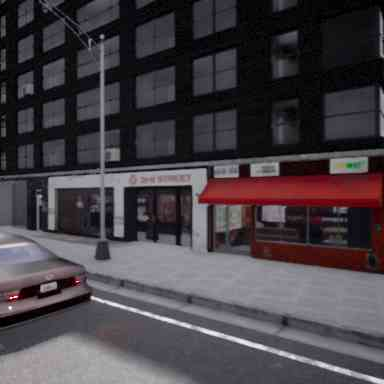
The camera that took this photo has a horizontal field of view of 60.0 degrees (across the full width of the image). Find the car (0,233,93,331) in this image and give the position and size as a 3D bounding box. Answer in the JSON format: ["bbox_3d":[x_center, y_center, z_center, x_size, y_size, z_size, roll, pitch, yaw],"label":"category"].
[{"bbox_3d":[-4.317,1.567,6.789,5.357,1.411,2.033,0,0,36],"label":"car"}]
